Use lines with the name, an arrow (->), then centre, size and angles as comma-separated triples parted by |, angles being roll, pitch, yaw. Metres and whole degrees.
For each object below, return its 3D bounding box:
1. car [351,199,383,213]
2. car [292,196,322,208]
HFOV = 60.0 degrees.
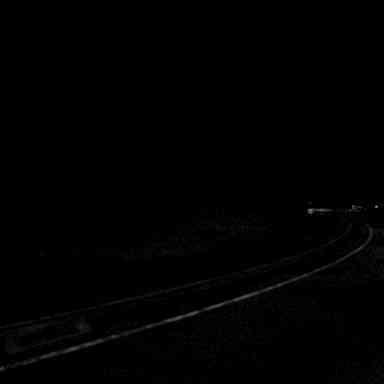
car -> 19.529, 1.513, 37.177 | 1.994, 1.385, 4.181 | 1, 0, 1
car -> 15.229, 1.317, 44.259 | 1.882, 1.535, 5.008 | 1, 0, -12
